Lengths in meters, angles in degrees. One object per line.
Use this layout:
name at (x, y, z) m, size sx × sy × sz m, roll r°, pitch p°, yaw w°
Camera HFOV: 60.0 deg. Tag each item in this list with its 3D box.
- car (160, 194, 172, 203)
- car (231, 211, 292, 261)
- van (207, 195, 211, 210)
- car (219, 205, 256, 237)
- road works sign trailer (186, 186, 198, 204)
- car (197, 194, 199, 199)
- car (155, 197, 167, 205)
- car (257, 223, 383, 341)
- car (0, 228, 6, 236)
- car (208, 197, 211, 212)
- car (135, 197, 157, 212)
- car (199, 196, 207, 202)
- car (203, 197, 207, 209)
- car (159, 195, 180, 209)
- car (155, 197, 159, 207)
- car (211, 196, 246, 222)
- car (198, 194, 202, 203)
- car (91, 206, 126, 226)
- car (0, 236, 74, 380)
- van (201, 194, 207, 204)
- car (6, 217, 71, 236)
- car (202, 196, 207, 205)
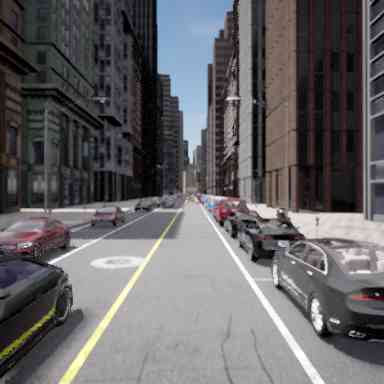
car at (-5.790, 1.462, 74.097) m, size 2.192 × 1.841 × 5.009 m, roll 0°, pitch 0°, yaw 0°
car at (2.760, 1.585, 12.106) m, size 1.947 × 1.339 × 4.313 m, roll 0°, pitch 0°, yaw 0°
van at (2.752, 1.402, 34.653) m, size 1.690 × 1.788 × 3.998 m, roll 0°, pitch 0°, yaw 0°
car at (2.758, 1.596, 17.743) m, size 1.947 × 1.339 × 4.313 m, roll 0°, pitch 0°, yaw 0°
road works sign trailer at (-0.012, 0.593, 66.200) m, size 2.380 × 3.560 × 2.880 m, roll 0°, pitch 0°, yaw 0°
car at (2.734, 1.587, 74.109) m, size 1.967 × 1.590 × 4.097 m, roll 0°, pitch 0°, yaw 0°
car at (-5.786, 1.687, 62.823) m, size 1.947 × 1.339 × 4.313 m, roll 0°, pitch 0°, yaw 0°
car at (2.763, 1.561, 6.470) m, size 2.008 × 1.369 × 4.403 m, roll 0°, pitch 0°, yaw 0°
car at (-5.762, 1.592, 6.460) m, size 1.802 × 1.307 × 4.206 m, roll 0°, pitch 0°, yaw 0°
car at (2.754, 1.491, 29.017) m, size 1.967 × 1.590 × 4.097 m, roll 0°, pitch 0°, yaw 0°
car at (-5.777, 1.638, 40.279) m, size 1.947 × 1.339 × 4.313 m, roll 0°, pitch 0°, yaw 0°
car at (2.729, 1.718, 85.382) m, size 1.887 × 1.381 × 4.507 m, roll 0°, pitch 0°, yaw 0°
car at (2.748, 1.623, 40.290) m, size 2.008 × 1.369 × 4.403 m, roll 0°, pitch 0°, yaw 0°
car at (-3.106, 1.587, 46.035) m, size 1.837 × 1.490 × 4.892 m, roll 0°, pitch 0°, yaw 0°
car at (-5.781, 1.536, 51.552) m, size 1.967 × 1.590 × 4.097 m, roll 0°, pitch 0°, yaw 0°
car at (2.756, 1.355, 23.380) m, size 2.192 × 1.841 × 5.009 m, roll 0°, pitch 0°, yaw 0°
car at (2.739, 1.561, 62.836) m, size 1.967 × 1.590 × 4.097 m, roll 0°, pitch 0°, yaw 0°
car at (-5.770, 1.622, 23.370) m, size 1.802 × 1.307 × 4.206 m, roll 0°, pitch 0°, yaw 0°
car at (-3.102, 1.571, 4.263) m, size 1.994 × 1.385 × 4.181 m, roll 0°, pitch 0°, yaw 0°
van at (2.744, 1.437, 51.563) m, size 1.690 × 1.788 × 3.998 m, roll 0°, pitch 0°, yaw 0°
car at (-5.765, 1.601, 12.097) m, size 1.802 × 1.307 × 4.206 m, roll 0°, pitch 0°, yaw 0°
car at (2.746, 1.609, 46.096) m, size 1.752 × 1.417 × 4.829 m, roll 0°, pitch 0°, yaw 0°
